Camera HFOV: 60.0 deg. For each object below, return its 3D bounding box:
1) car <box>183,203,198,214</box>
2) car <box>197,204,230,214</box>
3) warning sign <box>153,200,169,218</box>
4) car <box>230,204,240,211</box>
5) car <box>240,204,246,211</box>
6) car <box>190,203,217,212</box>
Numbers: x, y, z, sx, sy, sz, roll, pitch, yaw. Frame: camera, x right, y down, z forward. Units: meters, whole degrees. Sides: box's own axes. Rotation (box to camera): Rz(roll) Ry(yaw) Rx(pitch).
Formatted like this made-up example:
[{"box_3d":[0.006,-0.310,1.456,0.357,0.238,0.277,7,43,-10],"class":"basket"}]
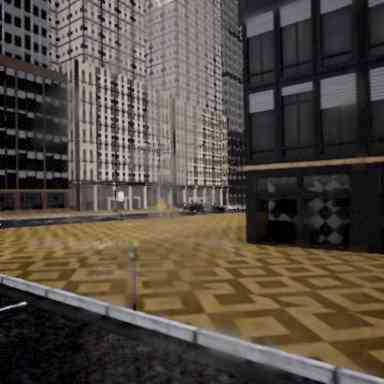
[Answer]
[{"box_3d":[0.572,2.485,49.956,1.837,1.490,4.892,-1,-1,37],"class":"car"},{"box_3d":[3.165,2.475,47.997,1.994,1.385,4.181,-1,-2,37],"class":"car"},{"box_3d":[-3.190,1.731,34.519,1.300,1.860,1.060,0,0,36],"class":"warning sign"},{"box_3d":[8.253,2.789,60.464,1.895,1.301,4.718,-1,-2,36],"class":"car"},{"box_3d":[10.875,2.722,58.544,1.895,1.301,4.718,-1,-2,36],"class":"car"},{"box_3d":[2.084,2.707,57.558,2.033,1.411,5.357,-1,-2,36],"class":"car"}]
